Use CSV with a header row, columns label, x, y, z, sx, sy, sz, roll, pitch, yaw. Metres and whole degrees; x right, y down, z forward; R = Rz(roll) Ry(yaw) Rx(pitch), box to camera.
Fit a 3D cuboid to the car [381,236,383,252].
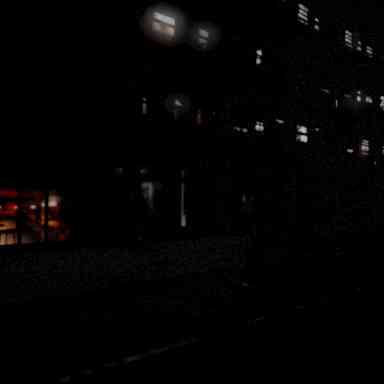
label,x,y,z,sx,sy,sz,roll,pitch,yaw
car,9.093,1.725,13.042,4.206,1.307,1.802,1,0,-36
